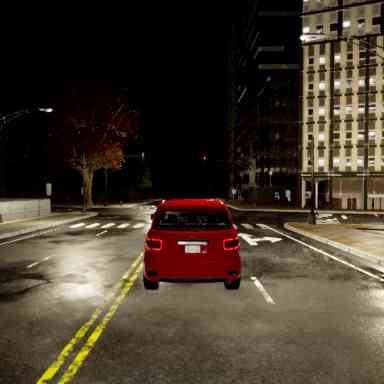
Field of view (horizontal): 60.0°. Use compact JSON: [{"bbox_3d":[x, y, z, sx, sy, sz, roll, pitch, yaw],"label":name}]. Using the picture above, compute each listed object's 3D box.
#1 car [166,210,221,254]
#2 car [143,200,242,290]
[{"bbox_3d":[0.062,1.560,14.154,1.994,1.385,4.181,0,0,0],"label":"car"},{"bbox_3d":[-0.022,1.218,9.215,2.150,2.045,5.566,0,0,-1],"label":"car"}]
